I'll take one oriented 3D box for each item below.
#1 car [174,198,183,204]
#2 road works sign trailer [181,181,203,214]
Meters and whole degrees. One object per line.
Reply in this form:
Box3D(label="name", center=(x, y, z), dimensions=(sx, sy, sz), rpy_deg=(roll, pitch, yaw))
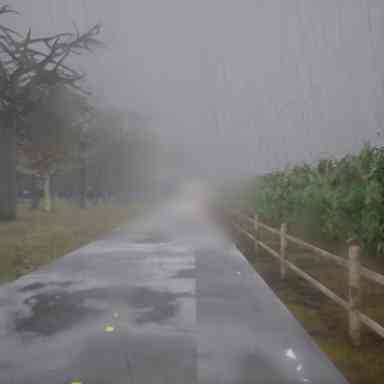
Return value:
Box3D(label="car", center=(-2.758, 1.946, 70.979), dimensions=(1.895, 1.301, 4.718), rpy_deg=(0, 0, 0))
Box3D(label="road works sign trailer", center=(-0.004, 0.589, 37.300), dimensions=(2.380, 3.560, 2.880), rpy_deg=(0, 0, 0))
